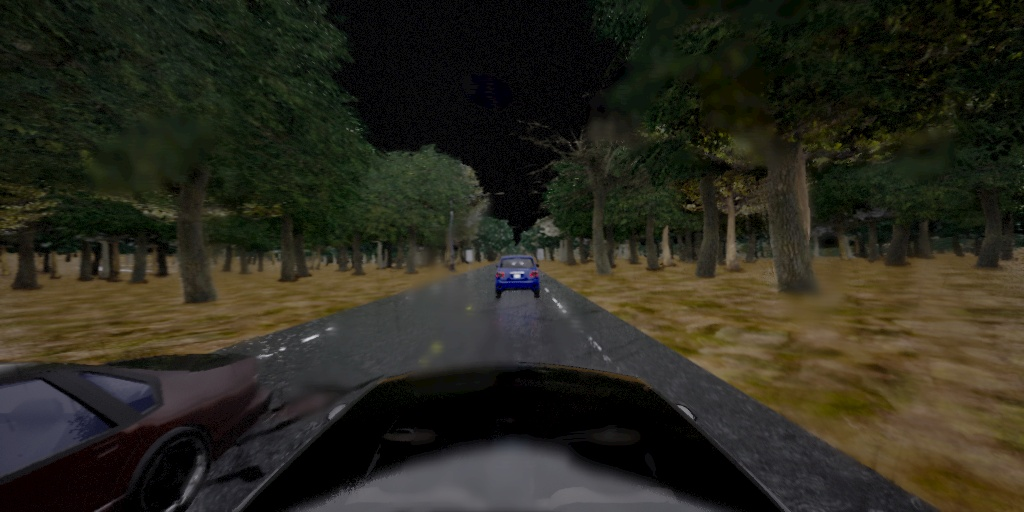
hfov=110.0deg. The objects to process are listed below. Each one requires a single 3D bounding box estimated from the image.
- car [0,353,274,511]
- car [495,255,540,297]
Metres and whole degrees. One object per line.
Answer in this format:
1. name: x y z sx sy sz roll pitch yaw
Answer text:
1. car: -3.515 1.360 1.465 2.033 1.411 5.357 -1 0 1
2. car: 0.302 0.992 19.036 2.150 2.045 5.566 -1 0 1
